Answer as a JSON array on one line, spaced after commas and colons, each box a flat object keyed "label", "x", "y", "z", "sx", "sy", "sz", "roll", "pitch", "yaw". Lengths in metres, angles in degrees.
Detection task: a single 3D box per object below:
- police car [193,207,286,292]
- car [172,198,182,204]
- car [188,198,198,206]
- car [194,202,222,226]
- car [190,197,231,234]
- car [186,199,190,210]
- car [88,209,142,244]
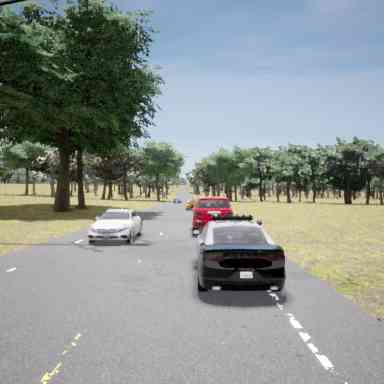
[{"label": "police car", "x": 1.076, "y": 1.436, "z": 9.132, "sx": 1.930, "sy": 1.638, "sz": 5.238, "roll": 0, "pitch": 0, "yaw": 0}, {"label": "car", "x": -3.478, "y": 2.066, "z": 77.522, "sx": 2.128, "sy": 1.511, "sz": 4.902, "roll": 0, "pitch": -1, "yaw": 0}, {"label": "car", "x": 0.109, "y": 1.959, "z": 64.244, "sx": 1.812, "sy": 1.442, "sz": 4.674, "roll": 0, "pitch": -1, "yaw": 0}, {"label": "car", "x": 1.122, "y": 1.565, "z": 25.028, "sx": 1.882, "sy": 1.535, "sz": 5.008, "roll": 0, "pitch": 0, "yaw": 0}, {"label": "car", "x": 1.105, "y": 1.274, "z": 19.056, "sx": 2.150, "sy": 2.045, "sz": 5.566, "roll": 0, "pitch": 0, "yaw": 0}, {"label": "car", "x": 0.159, "y": 1.745, "z": 46.959, "sx": 1.882, "sy": 1.535, "sz": 5.008, "roll": 0, "pitch": -1, "yaw": 1}, {"label": "car", "x": -3.554, "y": 1.560, "z": 16.106, "sx": 1.812, "sy": 1.442, "sz": 4.674, "roll": 0, "pitch": 0, "yaw": 0}]
